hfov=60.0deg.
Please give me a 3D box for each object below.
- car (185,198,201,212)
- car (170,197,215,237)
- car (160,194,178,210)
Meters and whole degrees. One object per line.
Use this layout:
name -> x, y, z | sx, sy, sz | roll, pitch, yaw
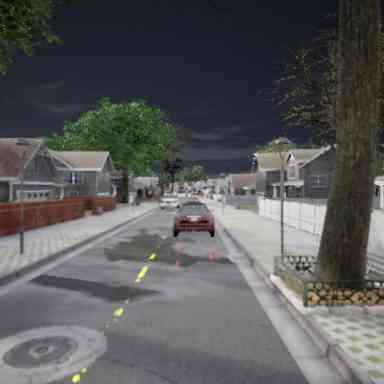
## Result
car -> 0.110, 1.499, 40.670 | 1.837, 1.490, 4.892 | 0, 0, 0
car -> 0.106, 1.350, 18.258 | 2.097, 1.767, 4.553 | 0, 0, 0
car -> -2.802, 1.217, 42.911 | 2.150, 2.045, 5.566 | 0, 0, 0
